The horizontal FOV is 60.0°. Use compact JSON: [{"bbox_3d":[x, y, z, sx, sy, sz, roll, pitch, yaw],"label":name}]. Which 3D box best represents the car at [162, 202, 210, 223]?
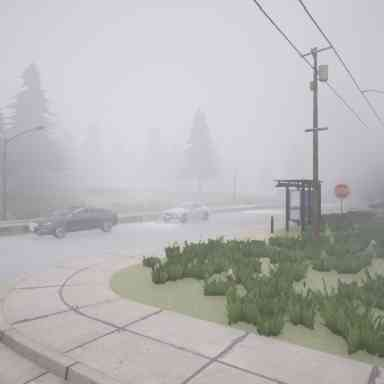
[{"bbox_3d":[-0.340,1.526,25.856,1.812,1.442,4.674,0,0,36],"label":"car"}]

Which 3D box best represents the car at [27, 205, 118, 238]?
[{"bbox_3d":[-6.184,1.492,17.782,2.128,1.511,4.902,0,0,36],"label":"car"}]

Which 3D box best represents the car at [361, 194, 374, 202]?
[{"bbox_3d":[40.389,1.355,76.486,2.097,1.767,4.553,0,0,36],"label":"car"}]
